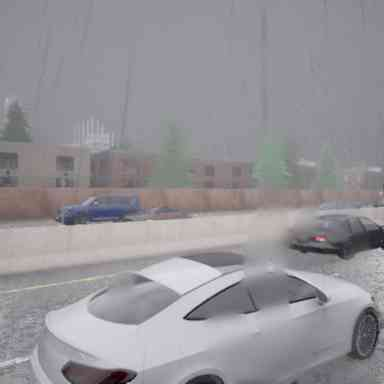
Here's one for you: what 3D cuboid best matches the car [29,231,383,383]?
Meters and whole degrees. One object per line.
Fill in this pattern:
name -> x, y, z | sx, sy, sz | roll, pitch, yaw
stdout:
car -> 0.542, 1.518, 4.215 | 4.674, 1.442, 1.812 | 0, 0, -36

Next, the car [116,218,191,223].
car -> -2.056, 1.527, 19.927 | 4.181, 1.385, 1.994 | 0, 0, -36

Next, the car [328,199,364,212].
car -> 18.140, 1.516, 39.098 | 4.181, 1.385, 1.994 | 0, 0, -36

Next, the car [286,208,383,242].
car -> 5.634, 1.532, 12.300 | 5.357, 1.411, 2.033 | 0, 0, -36

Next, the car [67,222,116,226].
car -> -5.816, 1.178, 21.508 | 5.566, 2.045, 2.150 | 0, 0, -36

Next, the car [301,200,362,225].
car -> 10.429, 1.446, 24.757 | 5.008, 1.535, 1.882 | 0, 0, -36
